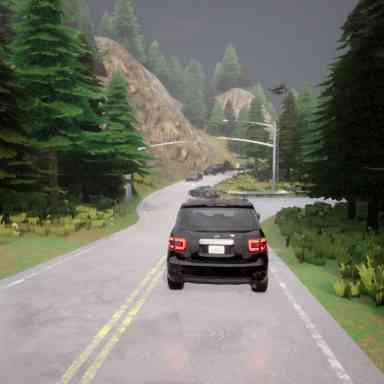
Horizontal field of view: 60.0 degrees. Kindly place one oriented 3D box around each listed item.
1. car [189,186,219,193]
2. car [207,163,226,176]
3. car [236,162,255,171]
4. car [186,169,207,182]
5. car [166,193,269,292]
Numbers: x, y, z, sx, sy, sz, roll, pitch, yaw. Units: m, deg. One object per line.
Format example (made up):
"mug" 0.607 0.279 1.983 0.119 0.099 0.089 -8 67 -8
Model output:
"car" 1.351 0.015 38.872 2.033 1.411 5.357 -6 7 -23
"car" 4.456 -4.334 63.771 2.150 2.045 5.566 3 10 36
"car" 11.494 -5.591 70.920 4.553 1.767 2.097 -9 9 -36
"car" 0.433 -2.528 55.239 1.994 1.385 4.181 2 10 19
"car" 0.706 1.173 8.984 2.150 2.045 5.566 0 0 5
